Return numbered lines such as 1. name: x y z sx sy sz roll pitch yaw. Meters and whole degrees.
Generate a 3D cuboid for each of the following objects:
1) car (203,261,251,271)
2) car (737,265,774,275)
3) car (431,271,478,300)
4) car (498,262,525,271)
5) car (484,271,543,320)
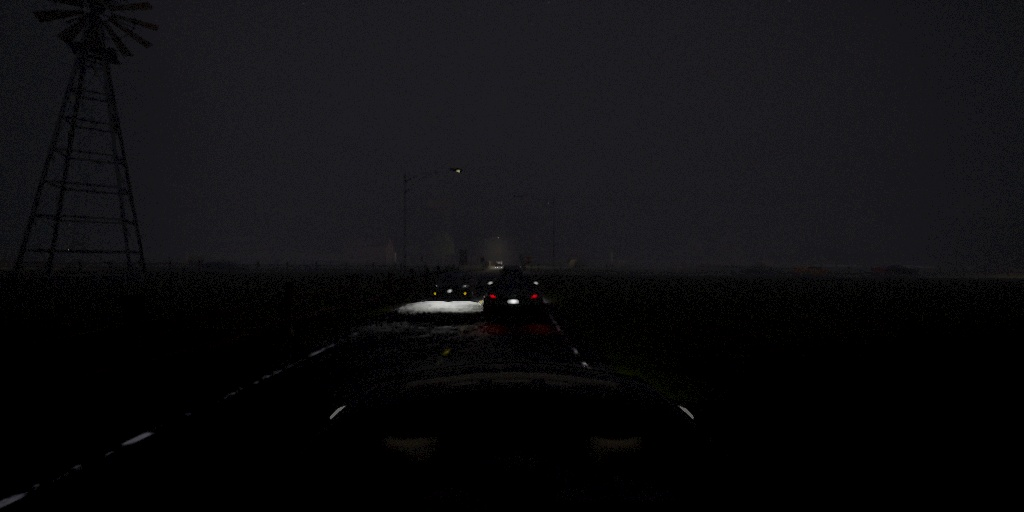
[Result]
1. car: -39.108 1.336 49.232 5.357 1.411 2.033 1 -1 -1
2. car: 36.197 2.078 53.429 4.902 1.511 2.128 1 -1 -1
3. car: -2.918 1.473 18.846 1.994 1.385 4.181 0 -1 0
4. car: -0.023 1.509 29.465 1.837 1.490 4.892 0 -1 0
5. car: 0.044 1.421 13.243 1.994 1.385 4.181 0 0 0
